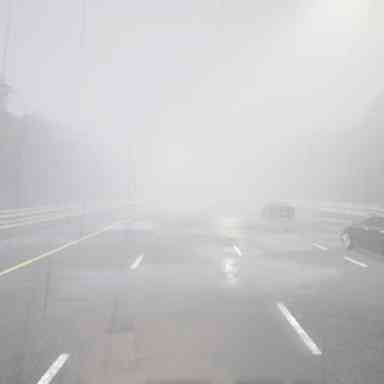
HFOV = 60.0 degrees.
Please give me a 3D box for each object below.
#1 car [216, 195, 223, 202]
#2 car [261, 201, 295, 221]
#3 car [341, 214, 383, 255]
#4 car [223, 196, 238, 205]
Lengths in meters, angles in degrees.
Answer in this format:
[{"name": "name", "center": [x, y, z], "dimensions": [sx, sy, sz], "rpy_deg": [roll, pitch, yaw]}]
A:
[{"name": "car", "center": [7.162, 1.584, 75.033], "dimensions": [1.812, 1.442, 4.674], "rpy_deg": [0, 0, 0]}, {"name": "car", "center": [7.007, 1.502, 27.595], "dimensions": [1.882, 1.535, 5.008], "rpy_deg": [0, 0, 0]}, {"name": "car", "center": [7.002, 1.506, 11.648], "dimensions": [1.837, 1.490, 4.892], "rpy_deg": [0, 0, 0]}, {"name": "car", "center": [7.091, 1.570, 59.879], "dimensions": [1.812, 1.442, 4.674], "rpy_deg": [0, 0, 0]}]
